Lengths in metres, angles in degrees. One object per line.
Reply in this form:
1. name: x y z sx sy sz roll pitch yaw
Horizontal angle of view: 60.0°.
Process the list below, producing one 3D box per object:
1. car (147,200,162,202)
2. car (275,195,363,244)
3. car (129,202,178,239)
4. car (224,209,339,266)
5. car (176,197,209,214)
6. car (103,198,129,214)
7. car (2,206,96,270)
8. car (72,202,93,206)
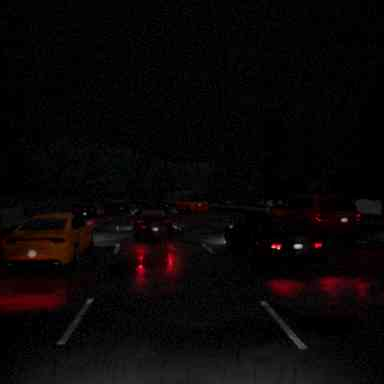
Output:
1. car: -3.825 1.469 33.574 1.994 1.385 4.181 0 0 -23
2. car: 5.386 1.163 15.486 2.150 2.045 5.566 0 0 -11
3. car: -2.124 1.477 17.215 1.812 1.442 4.674 0 0 -12
4. car: 2.525 1.507 11.435 2.033 1.411 5.357 0 0 -8
5. car: -0.048 1.249 33.548 2.097 1.767 4.553 0 0 -22
6. car: -7.705 1.390 33.706 1.882 1.535 5.008 0 0 -24
7. car: -4.538 1.452 11.135 1.882 1.535 5.008 0 0 -8
8. car: -9.871 1.529 30.058 1.895 1.301 4.718 0 0 -22
